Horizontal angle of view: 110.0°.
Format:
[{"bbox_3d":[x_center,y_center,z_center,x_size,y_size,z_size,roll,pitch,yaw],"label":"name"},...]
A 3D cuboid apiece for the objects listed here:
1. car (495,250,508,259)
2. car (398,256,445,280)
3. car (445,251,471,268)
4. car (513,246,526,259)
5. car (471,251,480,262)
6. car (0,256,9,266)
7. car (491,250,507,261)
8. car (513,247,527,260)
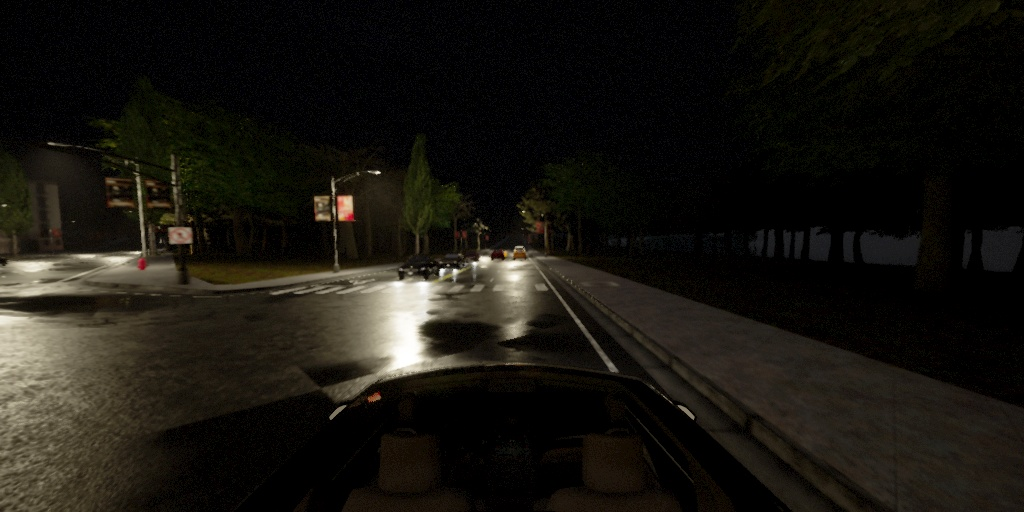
[{"bbox_3d":[-1.847,-0.358,64.231,1.882,1.535,5.008,-1,1,1],"label":"car"},{"bbox_3d":[-6.099,0.717,24.045,1.812,1.442,4.674,-1,2,2],"label":"car"},{"bbox_3d":[-5.816,0.413,35.752,2.033,1.411,5.357,-1,2,2],"label":"car"},{"bbox_3d":[1.399,-0.655,64.175,2.150,2.045,5.566,-1,1,1],"label":"car"},{"bbox_3d":[-5.494,0.078,48.691,1.812,1.442,4.674,-1,1,2],"label":"car"},{"bbox_3d":[-46.742,0.390,31.697,1.994,1.385,4.181,-4,4,-43],"label":"car"},{"bbox_3d":[-2.091,-0.135,53.801,1.882,1.535,5.008,-1,1,1],"label":"car"},{"bbox_3d":[1.156,-0.185,53.724,1.882,1.535,5.008,-1,1,1],"label":"car"}]
